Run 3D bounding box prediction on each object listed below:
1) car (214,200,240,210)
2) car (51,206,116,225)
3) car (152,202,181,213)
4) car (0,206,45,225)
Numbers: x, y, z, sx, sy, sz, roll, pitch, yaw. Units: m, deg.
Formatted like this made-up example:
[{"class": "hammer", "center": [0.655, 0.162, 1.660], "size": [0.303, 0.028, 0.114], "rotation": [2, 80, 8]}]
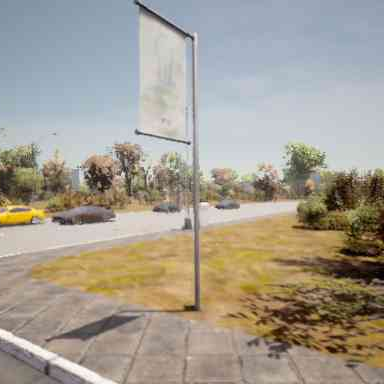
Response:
[{"class": "car", "center": [5.300, 1.886, 49.132], "size": [2.033, 1.411, 5.357], "rotation": [-1, -1, 33]}, {"class": "car", "center": [-8.684, 1.860, 27.169], "size": [2.033, 1.411, 5.357], "rotation": [-1, -1, 32]}, {"class": "car", "center": [-3.184, 1.940, 42.374], "size": [1.994, 1.385, 4.181], "rotation": [-1, -1, 32]}, {"class": "car", "center": [-13.881, 1.833, 25.504], "size": [1.882, 1.535, 5.008], "rotation": [-1, 0, 32]}]
